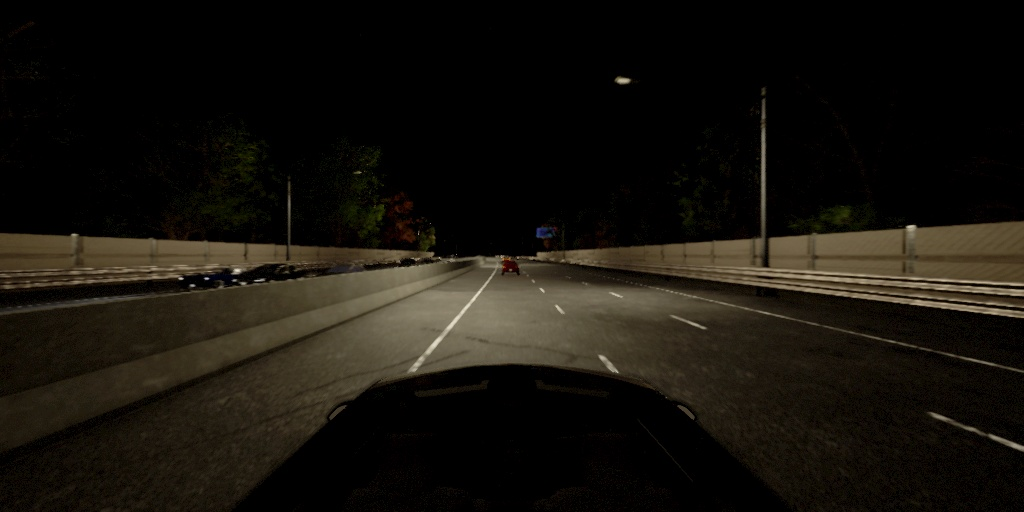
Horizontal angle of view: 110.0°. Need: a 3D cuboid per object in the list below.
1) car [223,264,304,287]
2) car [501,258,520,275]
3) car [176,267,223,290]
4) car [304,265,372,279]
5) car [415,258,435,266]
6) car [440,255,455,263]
[{"bbox_3d":[-14.123,1.227,21.239,1.837,1.490,4.892,0,0,0],"label":"car"},{"bbox_3d":[-0.157,1.205,37.841,1.812,1.442,4.674,0,0,-1],"label":"car"},{"bbox_3d":[-17.626,1.324,21.991,1.895,1.301,4.718,0,0,0],"label":"car"},{"bbox_3d":[-10.632,1.265,22.951,2.033,1.411,5.357,0,0,0],"label":"car"},{"bbox_3d":[-14.839,1.126,62.870,2.128,1.511,4.902,0,0,-1],"label":"car"},{"bbox_3d":[-11.356,0.849,63.641,2.150,2.045,5.566,0,0,-1],"label":"car"}]
